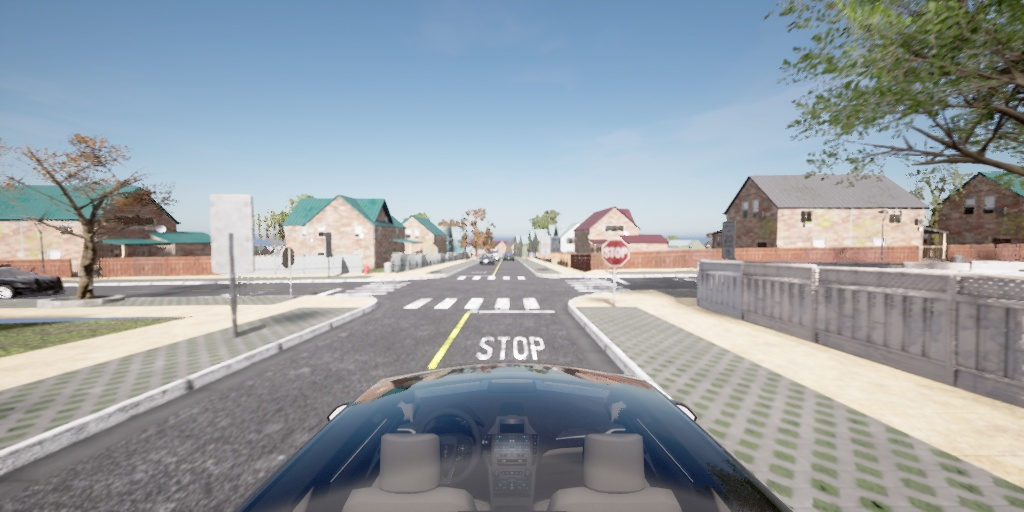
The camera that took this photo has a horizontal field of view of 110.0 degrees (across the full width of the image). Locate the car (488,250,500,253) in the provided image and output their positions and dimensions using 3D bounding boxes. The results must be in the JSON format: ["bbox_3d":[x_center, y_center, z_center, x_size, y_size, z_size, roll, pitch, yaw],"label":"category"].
[{"bbox_3d":[-3.332,-0.095,62.866,2.150,2.045,5.566,0,1,0],"label":"car"}]

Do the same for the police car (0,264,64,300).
[{"bbox_3d":[-25.453,1.255,17.813,5.238,1.638,1.930,-1,3,0],"label":"police car"}]

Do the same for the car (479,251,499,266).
[{"bbox_3d":[-3.145,0.424,45.617,2.128,1.511,4.902,0,1,-1],"label":"car"}]

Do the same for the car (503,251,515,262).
[{"bbox_3d":[-0.566,0.252,62.751,1.994,1.385,4.181,0,1,-1],"label":"car"}]
